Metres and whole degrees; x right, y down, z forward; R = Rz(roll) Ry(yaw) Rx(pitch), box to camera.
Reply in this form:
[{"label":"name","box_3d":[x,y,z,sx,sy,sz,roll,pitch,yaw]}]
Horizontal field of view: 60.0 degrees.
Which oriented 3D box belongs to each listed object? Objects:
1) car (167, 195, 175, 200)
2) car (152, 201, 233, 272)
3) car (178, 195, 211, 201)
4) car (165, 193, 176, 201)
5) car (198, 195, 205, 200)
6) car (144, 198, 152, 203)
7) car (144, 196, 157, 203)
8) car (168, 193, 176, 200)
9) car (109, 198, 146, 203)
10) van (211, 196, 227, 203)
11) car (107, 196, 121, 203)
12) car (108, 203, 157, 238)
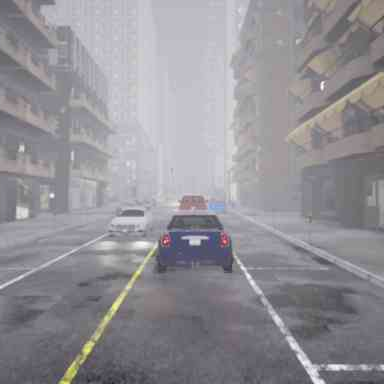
[{"label":"car","box_3d":[-5.701,1.544,89.668,1.802,1.307,4.206,1,0,0]},{"label":"car","box_3d":[0.087,1.347,10.925,2.097,1.767,4.553,0,0,0]},{"label":"car","box_3d":[0.086,1.211,26.546,2.150,2.045,5.566,0,0,0]},{"label":"car","box_3d":[-5.697,1.404,84.092,1.967,1.590,4.097,1,0,0]},{"label":"car","box_3d":[2.677,1.542,95.307,1.802,1.307,4.206,1,0,0]},{"label":"car","box_3d":[-5.653,1.568,34.946,1.802,1.307,4.206,1,0,0]},{"label":"car","box_3d":[-5.655,1.549,40.485,1.947,1.339,4.313,1,0,0]},{"label":"car","box_3d":[-5.697,1.274,95.243,2.192,1.841,5.009,1,0,0]},{"label":"car","box_3d":[-5.651,1.539,29.405,2.008,1.369,4.403,1,0,0]},{"label":"van","box_3d":[2.699,1.328,35.000,1.690,1.788,3.998,1,0,0]},{"label":"car","box_3d":[-16.510,1.468,68.669,4.097,1.590,1.967,0,-1,0]},{"label":"car","box_3d":[-3.105,1.519,17.686,1.812,1.442,4.674,0,0,0]}]
